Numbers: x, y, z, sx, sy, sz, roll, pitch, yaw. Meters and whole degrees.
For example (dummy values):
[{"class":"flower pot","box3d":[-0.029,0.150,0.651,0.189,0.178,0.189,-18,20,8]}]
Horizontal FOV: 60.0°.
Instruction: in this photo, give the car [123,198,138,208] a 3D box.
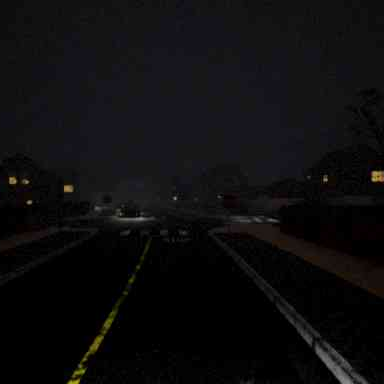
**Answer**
[{"class":"car","box3d":[-13.202,2.349,71.340,2.150,2.045,5.566,0,-1,-21]}]

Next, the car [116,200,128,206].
[{"class":"car","box3d":[-17.142,2.775,81.060,1.994,1.385,4.181,0,-1,-24]}]

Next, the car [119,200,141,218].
[{"class":"car","box3d":[-6.724,1.982,37.144,1.882,1.535,5.008,0,-1,-8]}]

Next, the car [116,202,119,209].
[{"class":"car","box3d":[-13.319,2.538,63.261,2.033,1.411,5.357,0,-1,-18]}]

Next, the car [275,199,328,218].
[{"class":"car","box3d":[9.411,1.403,28.331,4.553,1.767,2.097,-1,0,-1]}]

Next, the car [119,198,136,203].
[{"class":"car","box3d":[-9.395,2.080,49.655,2.097,1.767,4.553,0,-1,-15]}]
